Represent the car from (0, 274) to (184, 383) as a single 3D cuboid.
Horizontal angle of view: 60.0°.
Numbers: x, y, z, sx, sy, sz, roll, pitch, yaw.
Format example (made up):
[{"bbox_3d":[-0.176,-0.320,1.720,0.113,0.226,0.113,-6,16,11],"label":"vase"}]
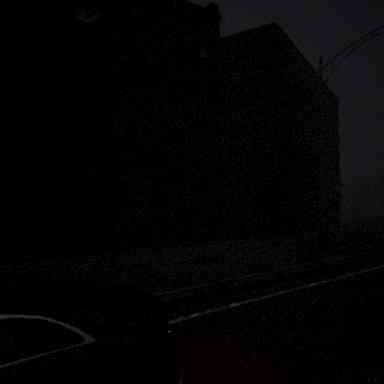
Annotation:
[{"bbox_3d":[-2.371,1.492,2.328,4.902,1.511,2.128,0,0,-36],"label":"car"}]
